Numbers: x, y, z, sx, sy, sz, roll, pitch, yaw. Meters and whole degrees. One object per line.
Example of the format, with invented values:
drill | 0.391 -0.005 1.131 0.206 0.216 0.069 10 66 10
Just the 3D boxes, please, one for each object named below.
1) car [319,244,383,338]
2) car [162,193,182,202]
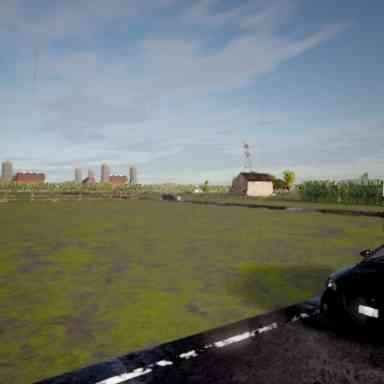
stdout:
car | 4.235 1.594 6.082 4.181 1.385 1.994 0 0 -35
car | -3.651 0.905 60.649 2.128 1.511 4.902 0 1 -36
